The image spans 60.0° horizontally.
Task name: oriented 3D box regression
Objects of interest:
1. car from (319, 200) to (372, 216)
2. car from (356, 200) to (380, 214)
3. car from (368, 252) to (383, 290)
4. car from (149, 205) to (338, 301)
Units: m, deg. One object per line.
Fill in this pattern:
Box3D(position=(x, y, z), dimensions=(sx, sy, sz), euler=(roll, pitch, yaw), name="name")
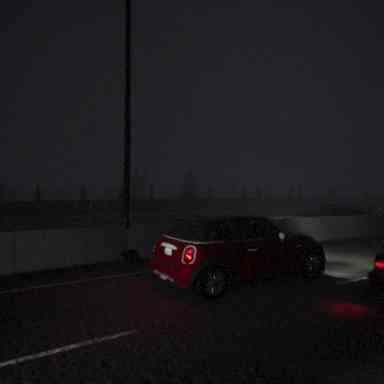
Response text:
Box3D(position=(8.390, 1.479, 20.552), dimensions=(4.902, 1.511, 2.128), euler=(0, 0, -26), name="car")
Box3D(position=(15.964, 1.498, 32.040), dimensions=(4.902, 1.511, 2.128), euler=(0, 0, -26), name="car")
Box3D(position=(6.285, 1.544, 7.428), dimensions=(5.357, 1.411, 2.033), euler=(0, 0, -29), name="car")
Box3D(position=(1.288, 1.334, 8.466), dimensions=(4.553, 1.767, 2.097), euler=(0, 0, -31), name="car")
